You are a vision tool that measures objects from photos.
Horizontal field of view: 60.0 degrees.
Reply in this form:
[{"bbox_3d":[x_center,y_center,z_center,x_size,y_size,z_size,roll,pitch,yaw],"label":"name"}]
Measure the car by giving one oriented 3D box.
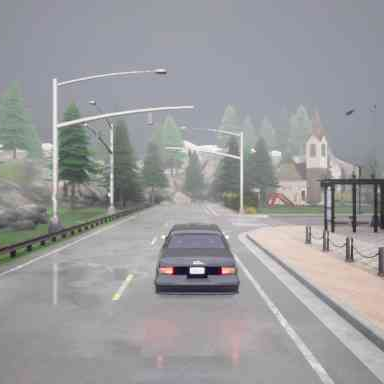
[{"bbox_3d":[0.096,1.547,8.855,2.033,1.411,5.357,0,0,0],"label":"car"}]
